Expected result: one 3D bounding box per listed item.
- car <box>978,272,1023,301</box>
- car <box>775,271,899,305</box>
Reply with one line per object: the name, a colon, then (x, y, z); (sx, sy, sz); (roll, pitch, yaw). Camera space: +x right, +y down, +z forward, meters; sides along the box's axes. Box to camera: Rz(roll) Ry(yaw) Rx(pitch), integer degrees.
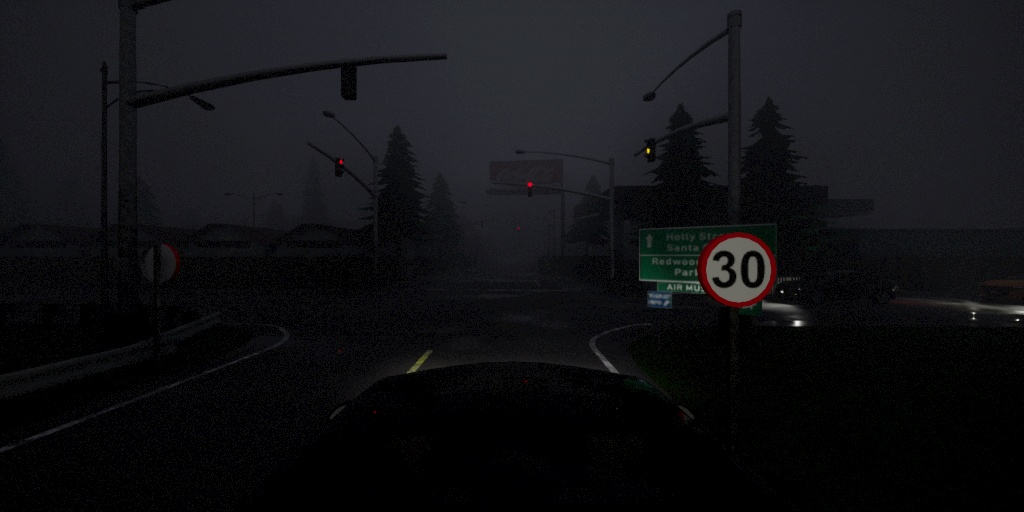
car: (25.131, 1.419, 16.803); (5.008, 1.535, 1.882); (0, 0, 1)
car: (15.195, 1.446, 16.931); (4.892, 1.490, 1.837); (0, 0, 1)
